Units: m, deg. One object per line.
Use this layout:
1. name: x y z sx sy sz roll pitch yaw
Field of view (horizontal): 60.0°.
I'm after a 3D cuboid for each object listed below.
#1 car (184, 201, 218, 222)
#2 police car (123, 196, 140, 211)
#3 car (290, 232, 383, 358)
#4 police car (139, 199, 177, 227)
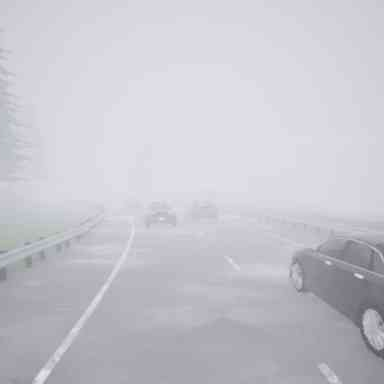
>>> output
1. car: 0.610 1.427 25.816 2.128 1.511 4.902 0 0 -12
2. police car: -7.171 1.344 40.185 1.930 1.638 5.238 0 0 -19
3. car: 3.313 1.482 5.965 1.837 1.490 4.892 0 0 -3
4. police car: -2.295 1.455 22.581 2.038 1.542 4.974 0 0 -11
